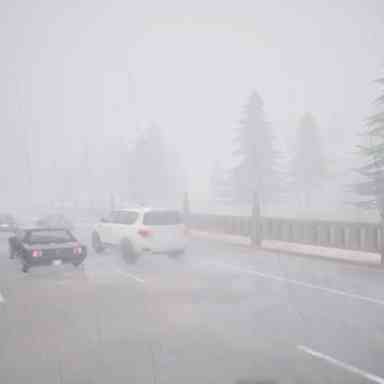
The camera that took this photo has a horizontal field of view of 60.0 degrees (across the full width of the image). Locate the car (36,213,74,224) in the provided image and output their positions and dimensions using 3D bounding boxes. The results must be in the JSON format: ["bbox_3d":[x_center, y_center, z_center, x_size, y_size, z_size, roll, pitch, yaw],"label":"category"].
[{"bbox_3d":[-10.412,2.287,25.099,2.033,1.411,5.357,2,-2,-35],"label":"car"}]

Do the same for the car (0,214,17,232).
[{"bbox_3d":[-13.262,2.209,23.069,2.033,1.411,5.357,2,-2,-35],"label":"car"}]

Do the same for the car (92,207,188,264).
[{"bbox_3d":[-2.374,1.653,13.891,2.150,2.045,5.566,2,-2,-35],"label":"car"}]

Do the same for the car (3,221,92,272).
[{"bbox_3d":[-5.482,1.963,12.216,1.895,1.301,4.718,2,-2,-35],"label":"car"}]
